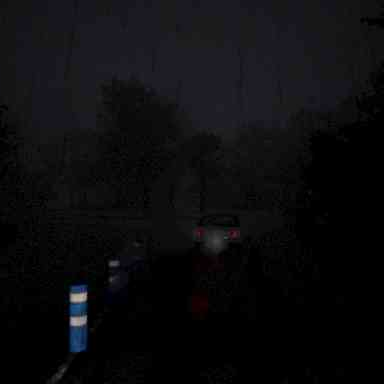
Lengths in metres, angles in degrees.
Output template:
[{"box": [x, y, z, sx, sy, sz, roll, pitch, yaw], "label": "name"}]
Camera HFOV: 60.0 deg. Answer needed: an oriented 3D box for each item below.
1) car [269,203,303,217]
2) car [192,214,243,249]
[{"box": [9.623, 1.806, 33.700, 1.895, 1.301, 4.718, -1, -1, 38], "label": "car"}, {"box": [1.239, 1.602, 14.447, 1.895, 1.301, 4.718, 0, -1, 8], "label": "car"}]
